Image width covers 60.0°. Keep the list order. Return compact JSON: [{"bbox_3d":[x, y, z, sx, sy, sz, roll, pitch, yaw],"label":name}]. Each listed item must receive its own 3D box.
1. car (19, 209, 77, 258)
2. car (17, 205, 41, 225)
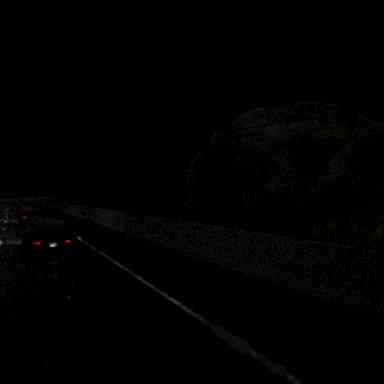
[{"bbox_3d":[-5.870,1.653,13.535,1.812,1.442,4.674,0,0,-28],"label":"car"},{"bbox_3d":[-12.956,1.792,26.754,1.812,1.442,4.674,0,0,-28],"label":"car"}]
